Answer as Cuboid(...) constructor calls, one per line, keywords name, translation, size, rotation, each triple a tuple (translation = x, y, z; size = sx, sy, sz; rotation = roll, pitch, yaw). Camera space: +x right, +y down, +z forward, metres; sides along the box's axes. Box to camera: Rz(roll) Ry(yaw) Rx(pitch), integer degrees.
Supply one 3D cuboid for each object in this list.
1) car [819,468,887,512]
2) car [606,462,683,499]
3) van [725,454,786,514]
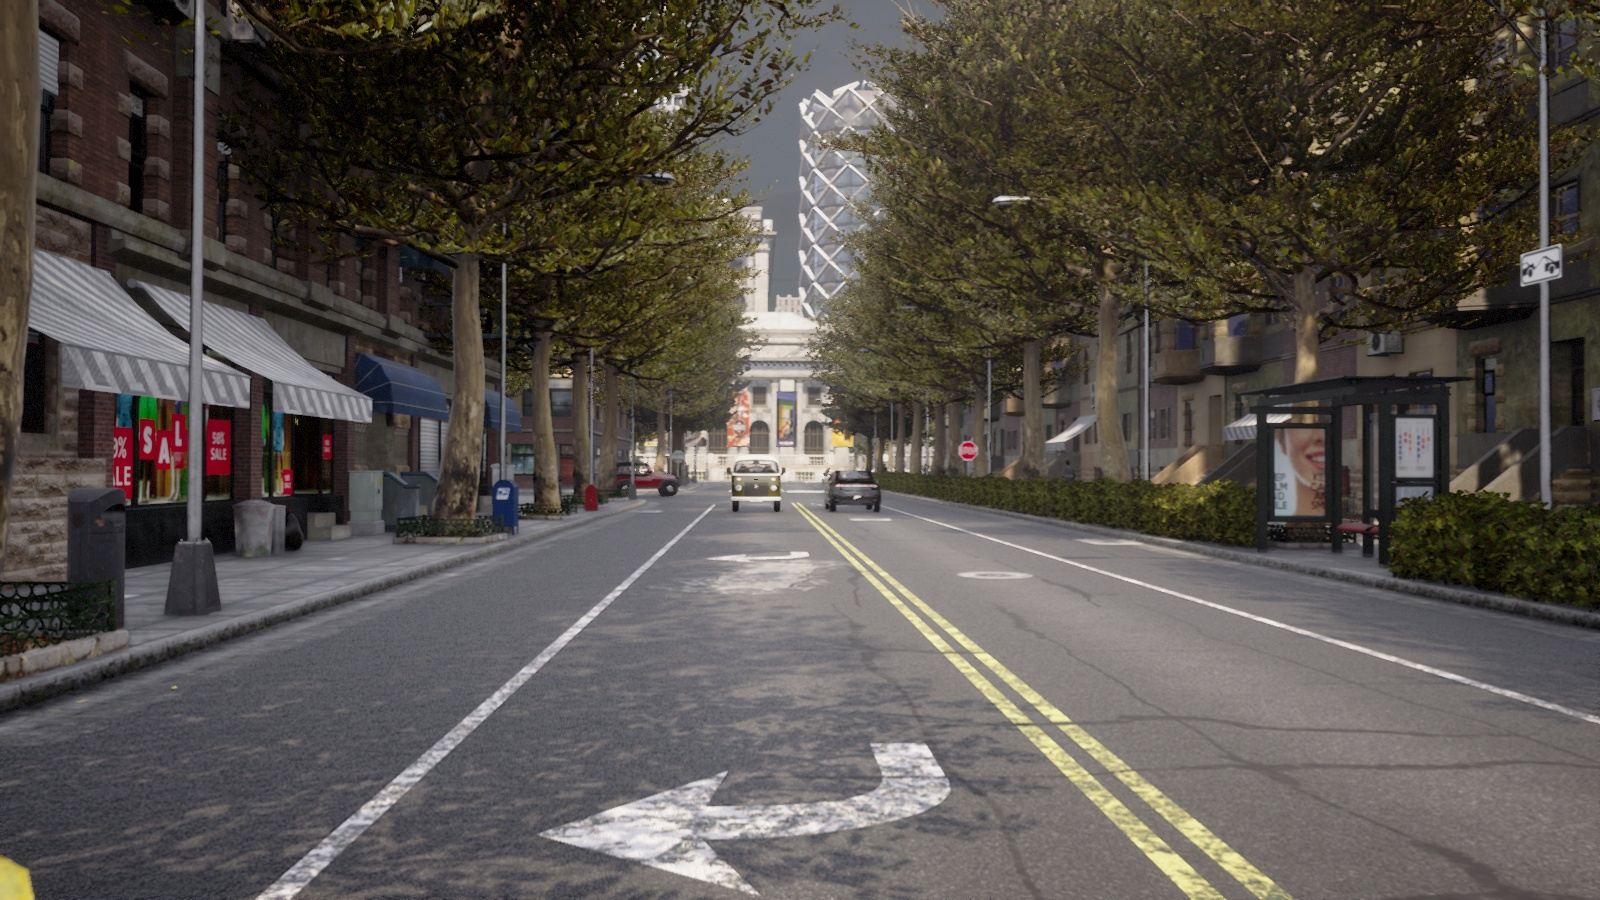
Cuboid(name="car", translation=(1.878, 1.427, 46.092), size=(2.128, 1.511, 4.902), rotation=(0, -1, -2))
Cuboid(name="car", translation=(-8.312, 1.616, 67.159), size=(3.866, 1.878, 1.905), rotation=(0, -1, -14))
Cuboid(name="van", translation=(-1.598, 1.198, 45.338), size=(2.069, 2.038, 4.480), rotation=(0, -1, -2))
